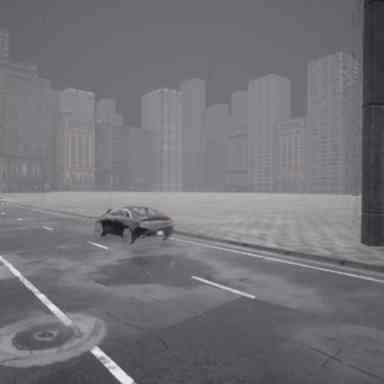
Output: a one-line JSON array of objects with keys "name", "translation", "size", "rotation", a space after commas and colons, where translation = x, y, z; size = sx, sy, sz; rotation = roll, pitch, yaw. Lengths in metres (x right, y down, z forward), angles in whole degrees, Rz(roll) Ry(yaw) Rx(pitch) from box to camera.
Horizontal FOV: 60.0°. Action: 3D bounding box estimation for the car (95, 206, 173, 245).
[{"name": "car", "translation": [-2.767, 1.394, 15.118], "size": [2.128, 1.511, 4.902], "rotation": [0, 0, -38]}]
